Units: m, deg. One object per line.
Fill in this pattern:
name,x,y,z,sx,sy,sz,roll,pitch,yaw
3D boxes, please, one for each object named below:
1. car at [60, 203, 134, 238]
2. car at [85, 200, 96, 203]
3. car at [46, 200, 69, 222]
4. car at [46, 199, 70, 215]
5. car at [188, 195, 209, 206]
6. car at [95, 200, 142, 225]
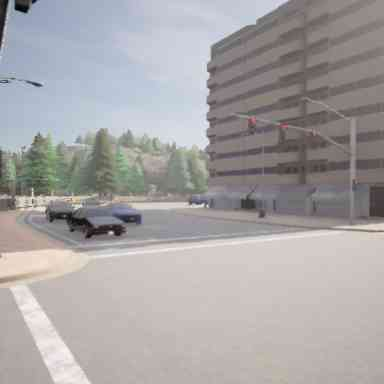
car,-5.356,1.572,18.141,2.033,1.411,5.357,1,-1,-34
car,-9.974,1.593,33.518,1.837,1.490,4.892,1,0,-20
car,-10.442,1.502,26.475,1.882,1.535,5.008,1,-1,-28
car,-14.231,1.573,35.618,1.812,1.442,4.674,1,0,-15
car,1.552,1.748,68.203,2.150,2.045,5.566,0,-1,40
car,-5.293,1.555,24.510,1.882,1.535,5.008,1,-1,-32
